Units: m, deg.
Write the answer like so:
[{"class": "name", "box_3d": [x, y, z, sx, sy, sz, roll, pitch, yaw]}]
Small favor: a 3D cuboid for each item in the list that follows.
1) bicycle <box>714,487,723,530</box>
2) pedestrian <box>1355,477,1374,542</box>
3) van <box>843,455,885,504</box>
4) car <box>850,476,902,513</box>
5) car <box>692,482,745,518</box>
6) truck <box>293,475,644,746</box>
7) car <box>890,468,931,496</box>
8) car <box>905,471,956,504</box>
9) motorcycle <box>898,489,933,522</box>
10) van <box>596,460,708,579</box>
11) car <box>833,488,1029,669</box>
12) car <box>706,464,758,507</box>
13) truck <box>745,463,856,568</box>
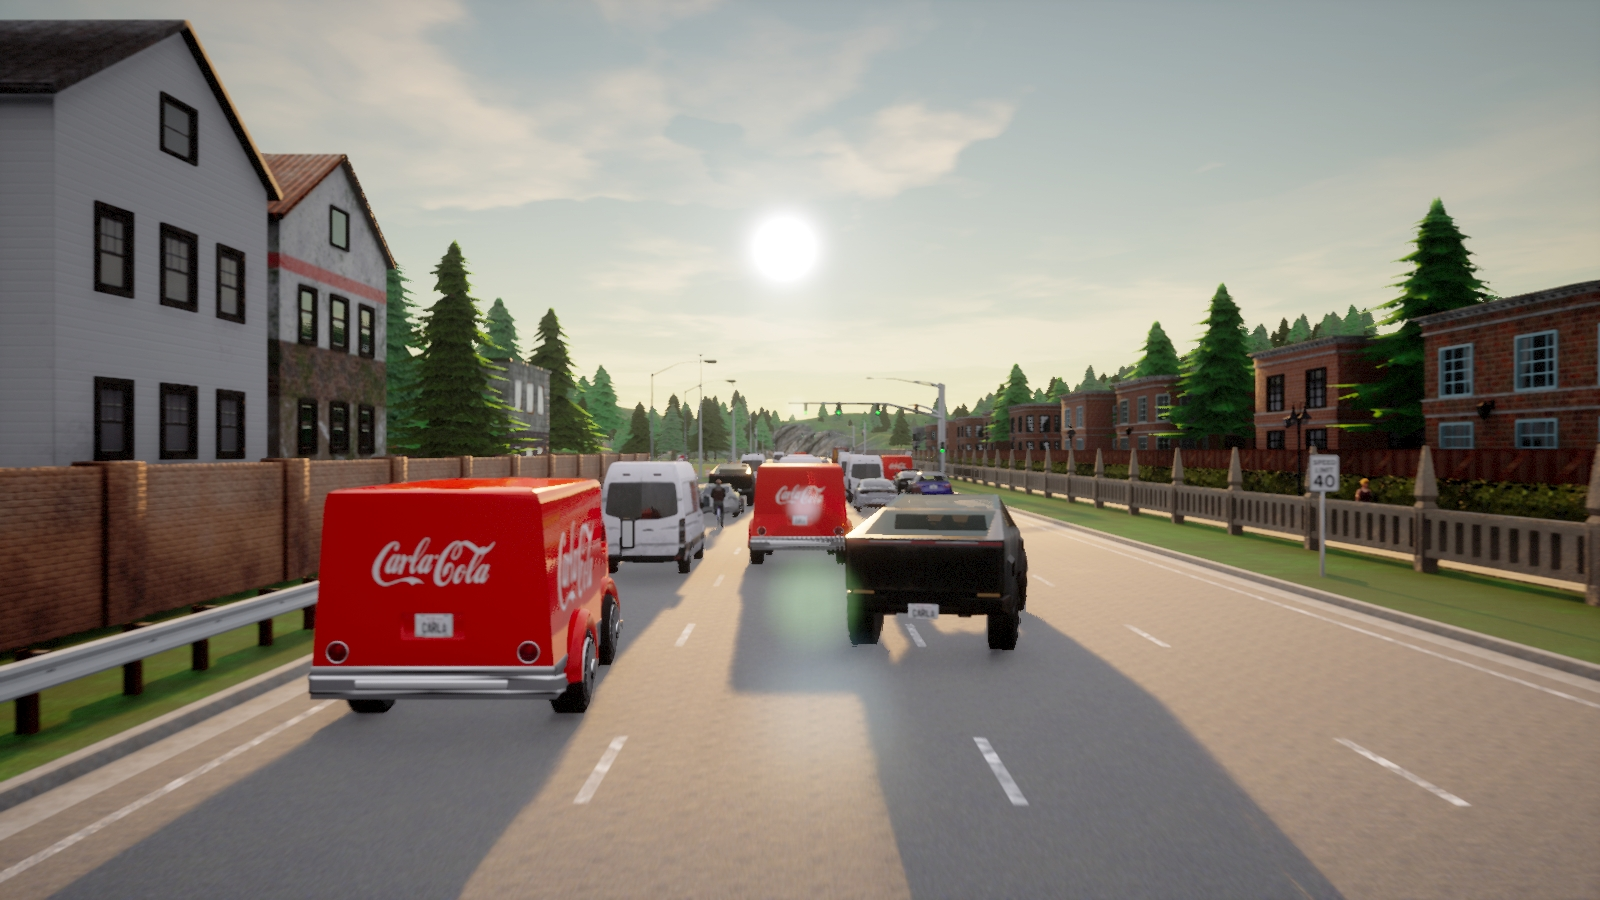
[{"class": "bicycle", "box_3d": [-2.947, 2.087, 41.245, 0.329, 1.471, 1.835, 0, 0, -5]}, {"class": "pedestrian", "box_3d": [16.400, 1.723, 33.208, 0.375, 1.860, 0.375, 0, 0, 0]}, {"class": "van", "box_3d": [3.521, 1.576, 63.807, 1.988, 2.561, 5.915, 0, 0, 0]}, {"class": "car", "box_3d": [3.509, 2.069, 53.706, 2.097, 1.535, 5.006, 0, 0, 0]}, {"class": "car", "box_3d": [-3.521, 2.151, 49.805, 1.994, 1.385, 4.181, 0, 0, 0]}, {"class": "truck", "box_3d": [-3.498, 1.576, 13.437, 2.627, 2.467, 5.204, 0, 0, 0]}, {"class": "car", "box_3d": [7.014, 2.029, 72.714, 2.097, 1.638, 5.238, 0, 0, 0]}, {"class": "car", "box_3d": [7.011, 2.007, 61.997, 2.242, 1.667, 4.611, 0, 0, 0]}, {"class": "motorcycle", "box_3d": [4.665, 2.235, 46.405, 0.867, 1.251, 2.209, 0, 0, -10]}, {"class": "van", "box_3d": [-3.498, 1.553, 28.118, 1.988, 2.561, 5.915, 0, 0, 0]}, {"class": "car", "box_3d": [2.309, 1.766, 18.028, 2.390, 2.098, 6.274, 0, 0, 13]}, {"class": "car", "box_3d": [-3.488, 1.792, 59.887, 2.390, 2.098, 6.274, 0, 0, 0]}, {"class": "truck", "box_3d": [0.006, 1.582, 29.656, 2.627, 2.467, 5.204, 0, 0, 0]}]
